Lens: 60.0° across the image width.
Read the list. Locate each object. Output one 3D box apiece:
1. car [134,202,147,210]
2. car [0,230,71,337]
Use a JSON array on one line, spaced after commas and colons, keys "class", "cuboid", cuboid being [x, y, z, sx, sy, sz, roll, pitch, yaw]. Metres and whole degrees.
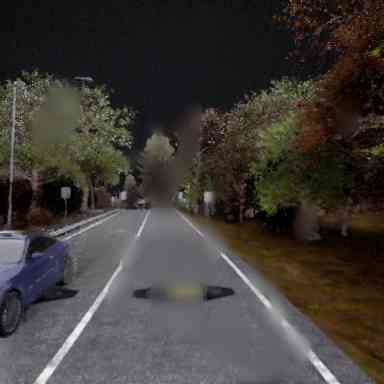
[{"class": "car", "cuboid": [-8.600, 2.306, 56.275, 1.994, 1.385, 4.181, 0, -3, -6]}, {"class": "car", "cuboid": [-3.877, 1.560, 6.834, 1.812, 1.442, 4.674, 0, -1, -4]}]
